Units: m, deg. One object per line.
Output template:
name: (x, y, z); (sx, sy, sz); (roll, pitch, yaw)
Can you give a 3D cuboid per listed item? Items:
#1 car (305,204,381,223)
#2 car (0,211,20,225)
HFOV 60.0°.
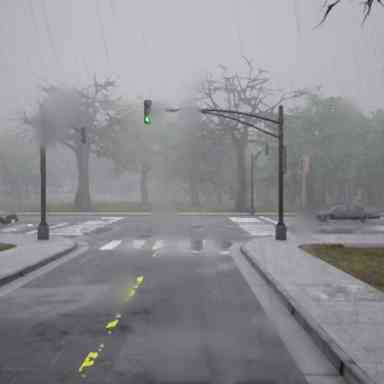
car: (11.836, 1.633, 26.237); (5.357, 1.411, 2.033); (0, 0, 0)
car: (-14.866, 1.594, 22.842); (5.357, 1.411, 2.033); (0, 0, 3)
